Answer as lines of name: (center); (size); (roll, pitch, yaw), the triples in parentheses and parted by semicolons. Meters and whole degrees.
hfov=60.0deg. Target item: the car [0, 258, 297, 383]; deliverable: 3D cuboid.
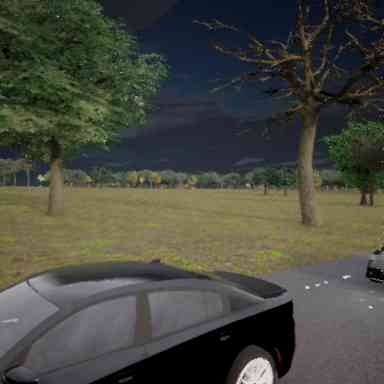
car: (-1.075, 1.502, 3.217); (5.008, 1.535, 1.882); (1, -1, -36)

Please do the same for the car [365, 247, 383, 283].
car: (6.416, 1.690, 8.772); (4.181, 1.385, 1.994); (1, -1, -37)
